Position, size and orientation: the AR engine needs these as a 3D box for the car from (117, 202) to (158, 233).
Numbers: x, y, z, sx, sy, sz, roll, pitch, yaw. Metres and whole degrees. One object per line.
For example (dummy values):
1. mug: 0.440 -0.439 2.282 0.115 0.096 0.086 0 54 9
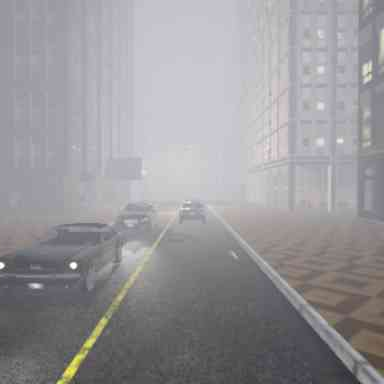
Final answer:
1. car: -3.015 1.352 18.830 2.128 1.511 4.902 0 0 0

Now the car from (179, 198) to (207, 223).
1. car: 0.046 1.376 23.467 2.033 1.411 5.357 0 0 1

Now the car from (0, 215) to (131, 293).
1. car: -3.088 1.535 8.786 1.895 1.301 4.718 0 0 0

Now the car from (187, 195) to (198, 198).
1. car: 0.109 1.180 44.828 2.128 1.511 4.902 0 0 0
